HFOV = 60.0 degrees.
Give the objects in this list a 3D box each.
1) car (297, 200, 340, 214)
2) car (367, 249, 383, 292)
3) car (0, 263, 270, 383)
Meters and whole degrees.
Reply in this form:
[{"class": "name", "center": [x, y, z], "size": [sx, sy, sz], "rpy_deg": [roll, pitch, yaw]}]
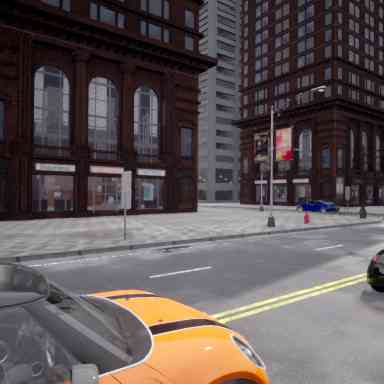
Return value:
[{"class": "car", "center": [14.691, 1.695, 38.997], "size": [1.882, 1.535, 5.008], "rpy_deg": [1, 0, -35]}, {"class": "car", "center": [5.916, 1.576, 7.681], "size": [4.181, 1.385, 1.994], "rpy_deg": [0, 0, -35]}, {"class": "car", "center": [-1.512, 1.352, 2.360], "size": [4.553, 1.767, 2.097], "rpy_deg": [0, 0, -36]}]
